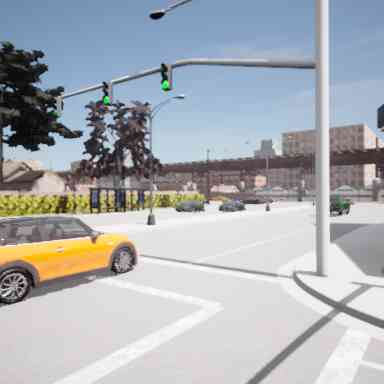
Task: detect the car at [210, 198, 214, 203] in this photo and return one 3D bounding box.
[{"bbox_3d":[1.786,1.667,71.312,4.553,1.767,2.097,0,0,36],"label":"car"}]

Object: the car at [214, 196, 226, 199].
[{"bbox_3d":[6.987,1.827,84.827,5.008,1.535,1.882,0,0,36],"label":"car"}]

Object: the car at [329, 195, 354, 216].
[{"bbox_3d":[14.626,1.307,34.082,2.150,2.045,5.566,0,-1,36],"label":"car"}]

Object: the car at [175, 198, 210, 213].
[{"bbox_3d":[-0.182,1.740,39.335,1.994,1.385,4.181,0,0,36],"label":"car"}]

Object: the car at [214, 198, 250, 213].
[{"bbox_3d":[4.898,1.723,40.419,1.994,1.385,4.181,0,0,36],"label":"car"}]

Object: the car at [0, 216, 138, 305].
[{"bbox_3d":[-3.529,1.405,8.650,2.097,1.767,4.553,0,0,35],"label":"car"}]

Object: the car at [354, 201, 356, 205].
[{"bbox_3d":[25.983,1.499,58.023,4.553,1.767,2.097,0,0,36],"label":"car"}]

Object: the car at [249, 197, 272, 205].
[{"bbox_3d":[12.067,1.725,63.701,4.902,1.511,2.128,-1,-1,39],"label":"car"}]

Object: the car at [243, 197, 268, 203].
[{"bbox_3d":[14.315,1.815,75.210,5.357,1.411,2.033,0,0,36],"label":"car"}]
